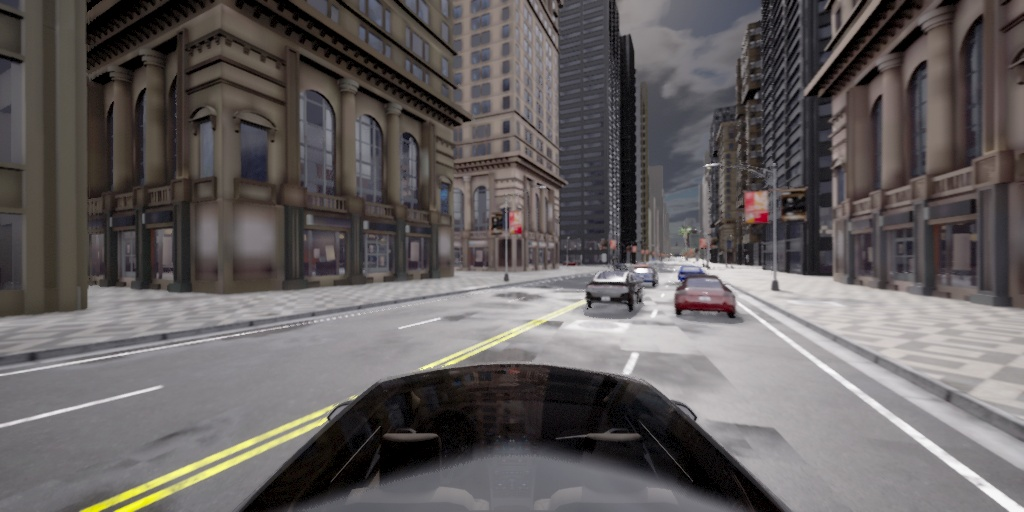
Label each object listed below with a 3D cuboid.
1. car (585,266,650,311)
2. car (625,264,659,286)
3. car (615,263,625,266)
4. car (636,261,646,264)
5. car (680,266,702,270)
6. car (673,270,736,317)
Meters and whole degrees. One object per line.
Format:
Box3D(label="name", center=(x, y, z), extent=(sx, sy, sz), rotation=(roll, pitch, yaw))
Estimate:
Box3D(label="car", center=(4.485, 1.381, 15.409), extent=(2.128, 1.511, 4.902), rotation=(0, -1, 25))
Box3D(label="car", center=(10.395, 1.563, 28.105), extent=(2.033, 1.411, 5.357), rotation=(0, -1, 25))
Box3D(label="car", center=(18.353, 1.909, 60.680), extent=(1.994, 1.385, 4.181), rotation=(0, -1, 26))
Box3D(label="car", center=(21.256, 1.680, 59.226), extent=(2.097, 1.767, 4.553), rotation=(0, -1, 26))
Box3D(label="car", center=(14.083, 1.490, 28.288), extent=(1.882, 1.535, 5.008), rotation=(0, 0, 25))
Box3D(label="car", center=(7.435, 1.436, 14.042), extent=(1.994, 1.385, 4.181), rotation=(0, -1, 25))
